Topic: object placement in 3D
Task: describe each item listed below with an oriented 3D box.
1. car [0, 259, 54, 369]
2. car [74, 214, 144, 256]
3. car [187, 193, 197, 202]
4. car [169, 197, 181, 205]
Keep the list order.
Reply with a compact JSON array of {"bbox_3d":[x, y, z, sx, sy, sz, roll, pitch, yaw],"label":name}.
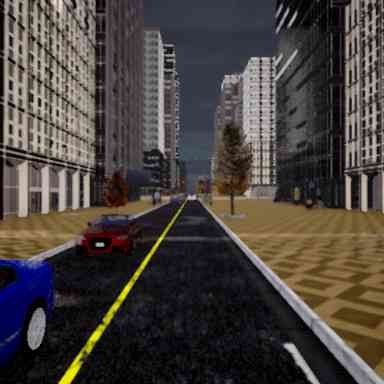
[{"bbox_3d":[-3.095,1.481,3.224,1.882,1.535,5.008,0,0,0],"label":"car"},{"bbox_3d":[-3.091,1.576,13.129,1.994,1.385,4.181,0,0,0],"label":"car"},{"bbox_3d":[0.000,1.206,77.056,2.150,2.045,5.566,0,0,0],"label":"car"},{"bbox_3d":[-3.028,1.597,59.863,2.033,1.411,5.357,0,0,1],"label":"car"}]
